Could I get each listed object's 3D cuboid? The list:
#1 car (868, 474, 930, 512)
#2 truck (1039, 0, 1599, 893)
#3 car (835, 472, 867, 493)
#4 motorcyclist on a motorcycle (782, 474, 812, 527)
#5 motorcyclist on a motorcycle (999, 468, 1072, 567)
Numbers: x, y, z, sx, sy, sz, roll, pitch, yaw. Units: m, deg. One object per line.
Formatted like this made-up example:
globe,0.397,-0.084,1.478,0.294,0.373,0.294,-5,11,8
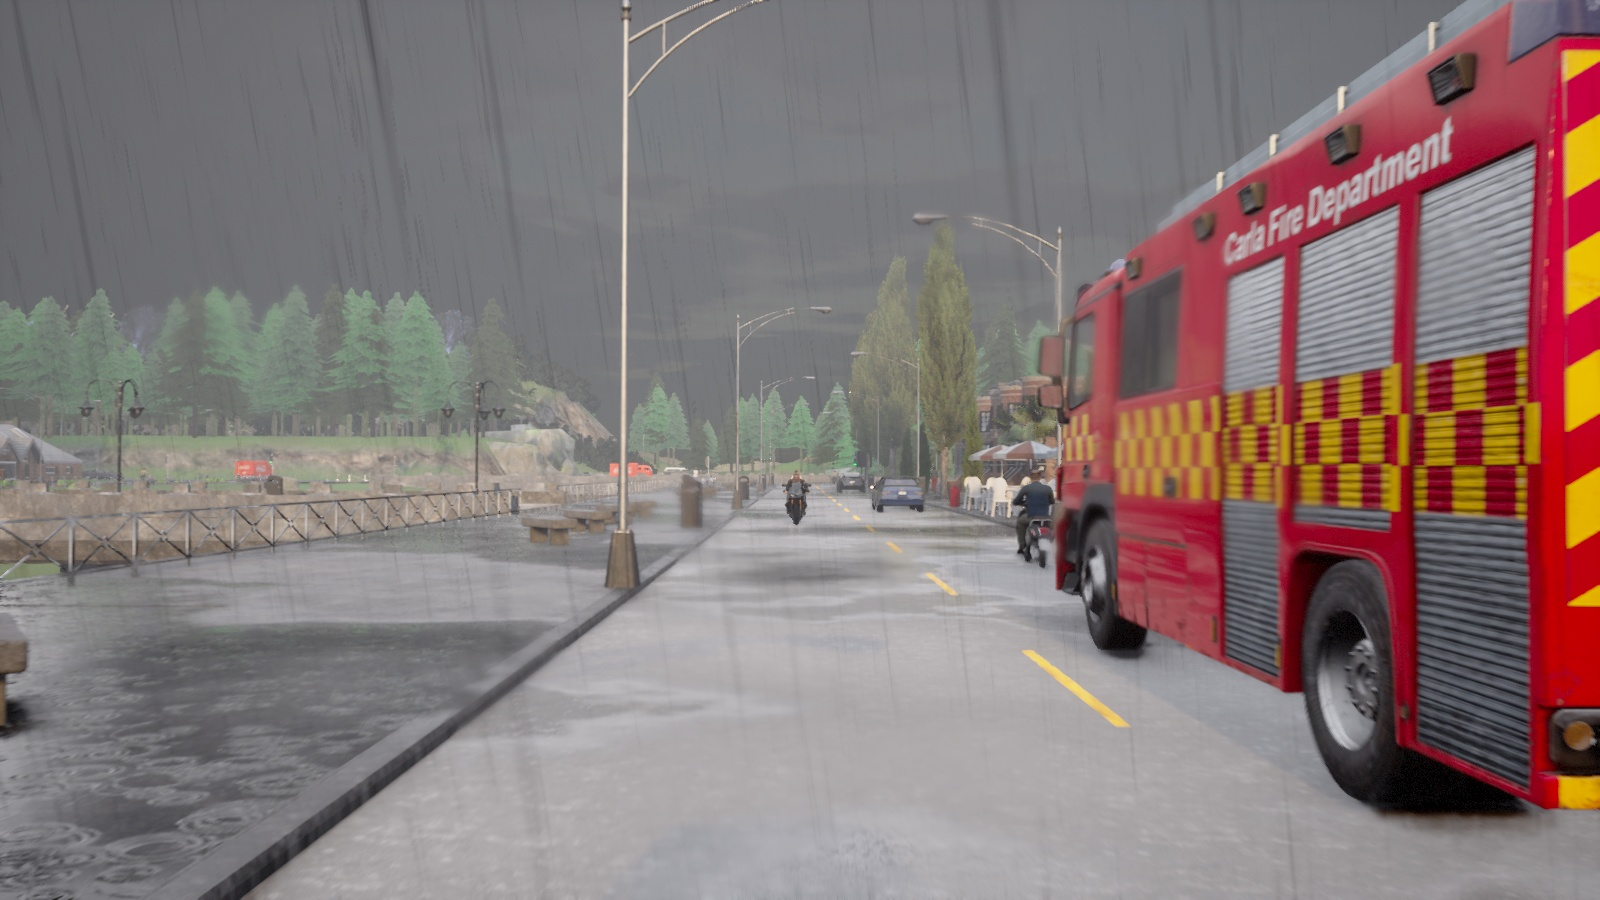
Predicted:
car,3.870,1.686,50.124,2.033,1.411,5.357,0,-1,0
truck,3.972,-0.217,8.897,2.891,3.827,8.468,0,-1,0
car,3.759,2.353,92.811,2.163,1.488,4.792,0,-1,0
motorcyclist on a motorcycle,-0.096,1.472,37.142,0.866,1.530,2.191,0,-1,0
motorcyclist on a motorcycle,3.944,1.107,21.186,0.866,1.590,1.817,0,-1,0
